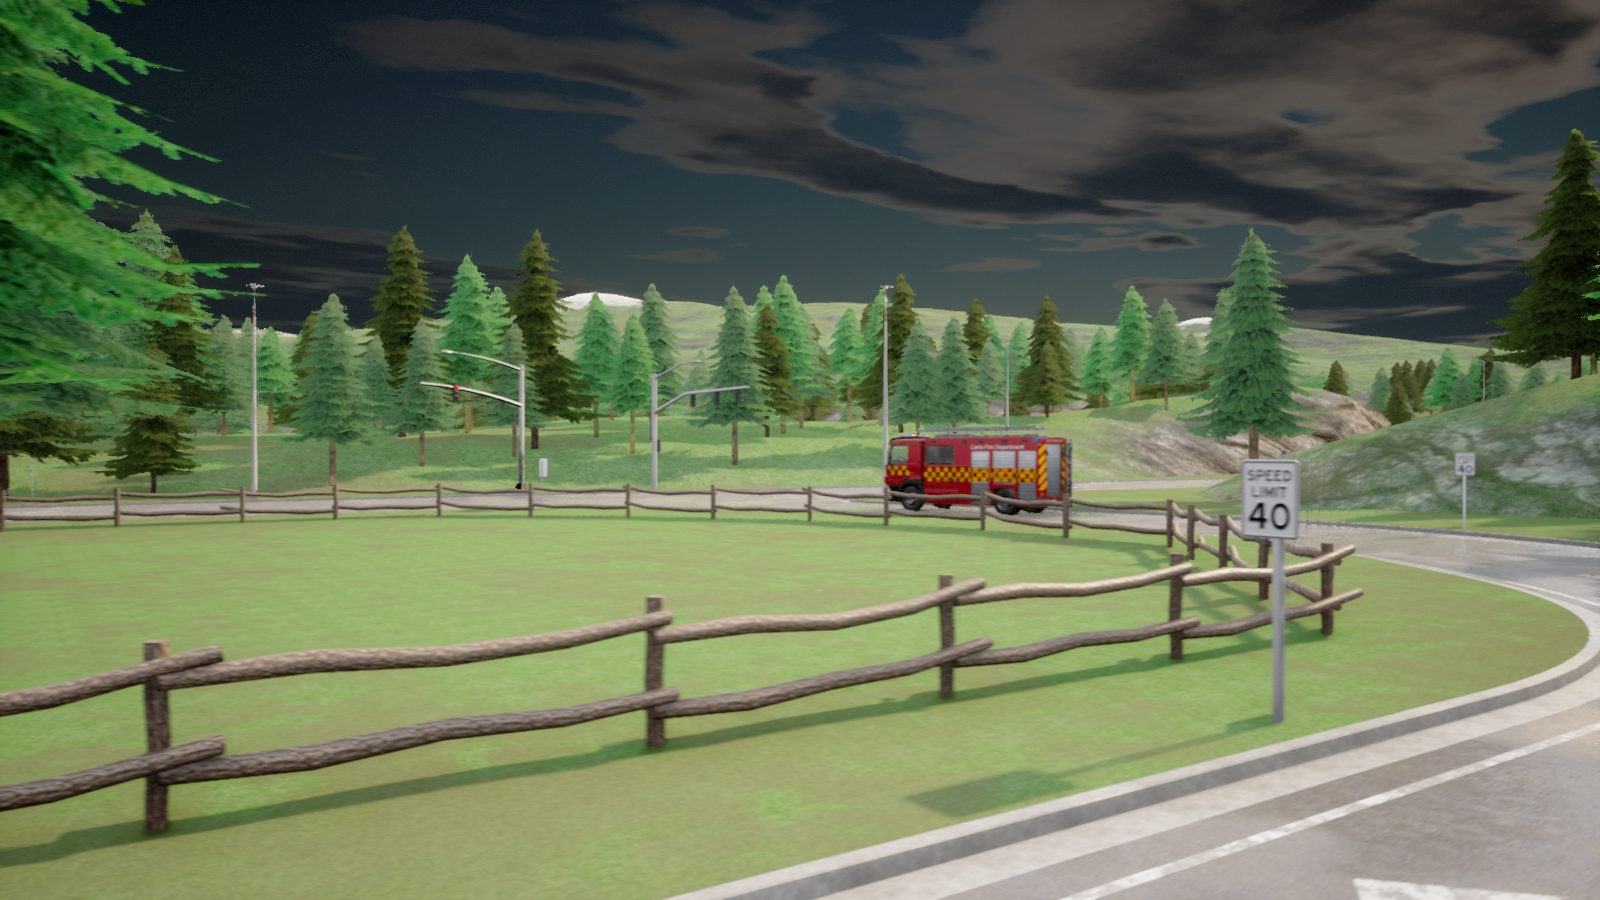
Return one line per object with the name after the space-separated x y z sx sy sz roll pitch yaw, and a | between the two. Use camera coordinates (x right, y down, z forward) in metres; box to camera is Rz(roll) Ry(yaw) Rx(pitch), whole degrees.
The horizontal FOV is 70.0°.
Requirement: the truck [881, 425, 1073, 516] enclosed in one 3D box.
7.917 0.896 52.063 8.468 3.827 2.891 0 0 42 | truck
